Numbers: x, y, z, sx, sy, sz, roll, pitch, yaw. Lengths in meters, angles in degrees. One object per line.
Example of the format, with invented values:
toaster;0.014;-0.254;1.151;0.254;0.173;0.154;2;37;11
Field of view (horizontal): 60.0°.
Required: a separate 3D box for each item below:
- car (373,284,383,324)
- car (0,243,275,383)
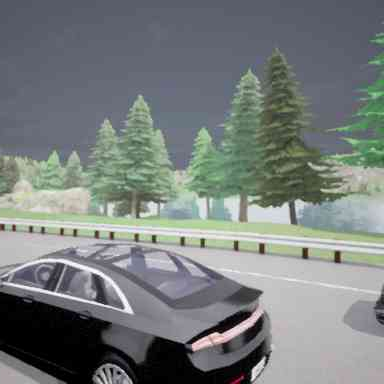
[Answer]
car;5.417;1.551;4.205;5.357;1.411;2.033;0;0;37
car;-1.371;1.482;4.563;4.902;1.511;2.128;0;0;34
